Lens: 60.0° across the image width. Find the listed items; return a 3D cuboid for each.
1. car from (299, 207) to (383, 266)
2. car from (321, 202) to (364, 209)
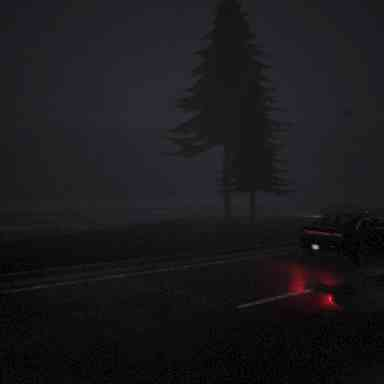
[{"bbox_3d":[5.854,1.490,11.610,4.902,1.511,2.128,0,0,-33],"label":"car"},{"bbox_3d":[12.791,1.557,27.945,1.994,1.385,4.181,0,0,-31],"label":"car"}]
